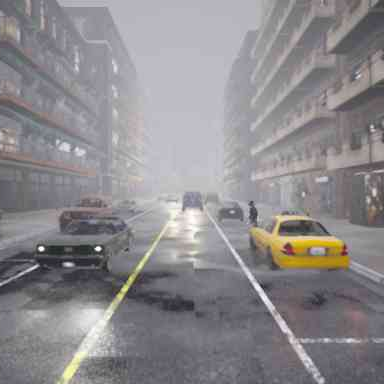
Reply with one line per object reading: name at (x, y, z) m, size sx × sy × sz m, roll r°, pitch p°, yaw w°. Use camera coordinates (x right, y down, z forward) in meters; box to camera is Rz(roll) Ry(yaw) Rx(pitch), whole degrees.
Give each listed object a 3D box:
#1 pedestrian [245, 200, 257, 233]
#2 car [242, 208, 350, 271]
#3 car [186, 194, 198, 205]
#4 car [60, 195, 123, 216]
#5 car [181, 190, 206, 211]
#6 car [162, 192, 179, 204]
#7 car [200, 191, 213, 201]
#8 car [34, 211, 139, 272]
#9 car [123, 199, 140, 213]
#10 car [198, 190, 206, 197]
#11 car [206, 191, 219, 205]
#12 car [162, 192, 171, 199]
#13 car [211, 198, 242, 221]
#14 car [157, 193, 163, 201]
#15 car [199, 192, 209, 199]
pedestrian at (2.421, 1.167, 13.457) m, size 0.375 × 1.860 × 0.375 m, roll 1°, pitch 0°, yaw -3°
car at (2.997, 1.357, 10.484) m, size 1.801 × 1.575 × 5.366 m, roll 0°, pitch 1°, yaw 0°
car at (0.004, 1.069, 49.569) m, size 1.812 × 1.442 × 4.674 m, roll 0°, pitch 1°, yaw 0°
car at (-5.682, 1.140, 18.756) m, size 2.192 × 1.841 × 5.009 m, roll 1°, pitch 1°, yaw 0°
car at (0.071, 0.898, 34.990) m, size 2.150 × 2.045 × 5.566 m, roll 0°, pitch 1°, yaw 0°
car at (-3.078, 1.062, 52.722) m, size 2.033 × 1.411 × 5.357 m, roll 0°, pitch 1°, yaw 1°
car at (2.687, 0.736, 63.267) m, size 2.192 × 1.841 × 5.009 m, roll 1°, pitch 1°, yaw 0°
car at (-3.104, 1.501, 10.587) m, size 1.895 × 1.301 × 4.718 m, roll 0°, pitch 1°, yaw 0°
car at (-5.689, 1.305, 29.895) m, size 1.802 × 1.307 × 4.206 m, roll 1°, pitch 1°, yaw 0°
car at (2.680, 0.489, 91.106) m, size 2.192 × 1.841 × 5.009 m, roll 1°, pitch 1°, yaw 0°
car at (2.691, 0.886, 46.565) m, size 2.192 × 1.841 × 5.009 m, roll 1°, pitch 1°, yaw 0°
car at (-5.699, 0.848, 74.267) m, size 1.752 × 1.417 × 4.829 m, roll 1°, pitch 1°, yaw 0°
car at (2.693, 1.340, 24.296) m, size 1.947 × 1.339 × 4.313 m, roll 1°, pitch 1°, yaw 0°
car at (-5.696, 0.971, 63.301) m, size 2.008 × 1.369 × 4.403 m, roll 1°, pitch 1°, yaw 0°
car at (2.682, 0.761, 74.404) m, size 1.967 × 1.590 × 4.097 m, roll 1°, pitch 1°, yaw 0°
